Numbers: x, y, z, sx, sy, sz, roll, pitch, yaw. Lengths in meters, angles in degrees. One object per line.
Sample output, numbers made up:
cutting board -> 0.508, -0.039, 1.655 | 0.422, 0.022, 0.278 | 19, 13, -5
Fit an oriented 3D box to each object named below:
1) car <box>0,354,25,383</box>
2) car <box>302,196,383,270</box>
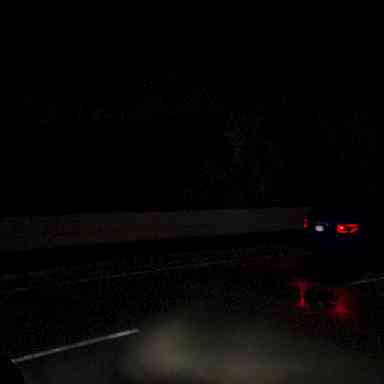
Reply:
car -> -3.279, 1.480, 1.094 | 5.008, 1.535, 1.882 | 0, 0, -38
car -> 6.225, 1.155, 10.852 | 5.566, 2.045, 2.150 | 0, 0, -23
